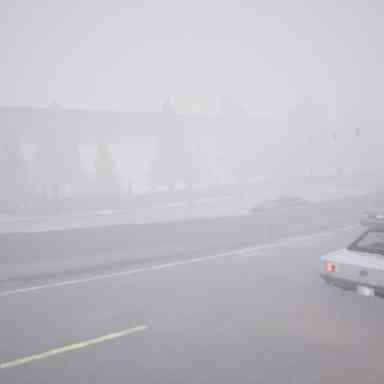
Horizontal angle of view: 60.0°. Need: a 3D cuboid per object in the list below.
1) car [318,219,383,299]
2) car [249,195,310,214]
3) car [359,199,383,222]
[{"bbox_3d":[4.918,1.405,7.257,4.718,1.301,1.895,-3,2,-36],"label":"car"},{"bbox_3d":[5.546,0.877,20.833,4.181,1.385,1.994,-5,3,-35],"label":"car"},{"bbox_3d":[9.646,0.863,14.961,5.357,1.411,2.033,-5,3,-36],"label":"car"}]
